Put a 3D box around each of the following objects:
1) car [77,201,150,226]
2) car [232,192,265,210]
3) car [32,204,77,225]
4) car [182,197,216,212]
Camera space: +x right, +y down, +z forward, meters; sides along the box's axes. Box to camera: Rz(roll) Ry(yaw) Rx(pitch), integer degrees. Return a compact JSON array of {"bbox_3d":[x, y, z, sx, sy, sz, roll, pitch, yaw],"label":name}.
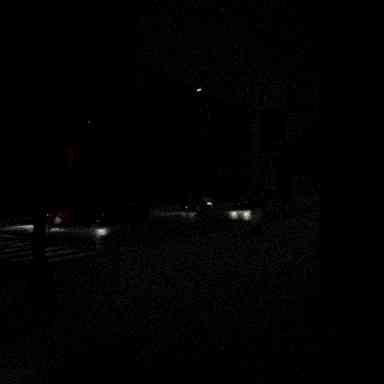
[{"bbox_3d":[-5.113,1.409,23.168,1.882,1.535,5.008,0,0,35],"label":"car"},{"bbox_3d":[6.913,1.064,40.136,2.150,2.045,5.566,0,0,35],"label":"car"},{"bbox_3d":[-8.912,1.509,23.430,1.994,1.385,4.181,0,0,35],"label":"car"},{"bbox_3d":[0.832,1.366,37.187,2.128,1.511,4.902,0,0,35],"label":"car"}]
